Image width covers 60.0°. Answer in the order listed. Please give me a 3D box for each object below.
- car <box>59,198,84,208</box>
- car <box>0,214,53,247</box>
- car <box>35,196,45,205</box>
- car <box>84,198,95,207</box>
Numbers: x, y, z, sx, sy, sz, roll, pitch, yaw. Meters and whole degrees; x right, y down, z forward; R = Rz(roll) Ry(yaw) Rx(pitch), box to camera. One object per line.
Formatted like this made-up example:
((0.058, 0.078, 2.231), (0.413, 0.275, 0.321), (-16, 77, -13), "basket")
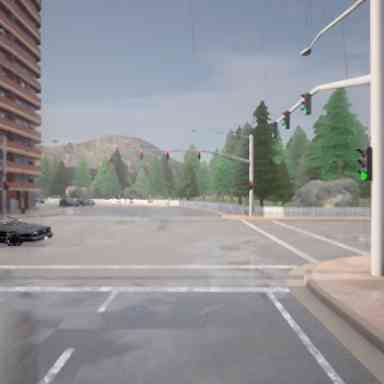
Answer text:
((-20.067, 1.796, 54.248), (1.837, 1.490, 4.892), (1, -1, -43), "car")
((-9.248, 1.683, 15.051), (5.357, 1.411, 2.033), (0, 0, 0), "car")
((-31.611, 1.607, 66.613), (4.553, 1.767, 2.097), (0, 0, 23), "car")
((-18.608, 1.801, 57.786), (4.902, 1.511, 2.128), (0, -1, 45), "car")
